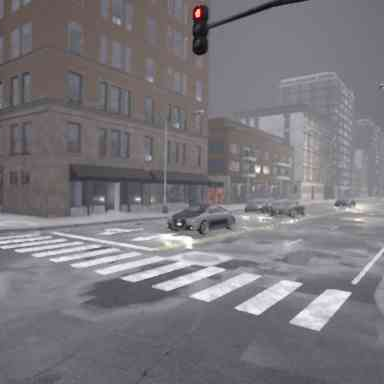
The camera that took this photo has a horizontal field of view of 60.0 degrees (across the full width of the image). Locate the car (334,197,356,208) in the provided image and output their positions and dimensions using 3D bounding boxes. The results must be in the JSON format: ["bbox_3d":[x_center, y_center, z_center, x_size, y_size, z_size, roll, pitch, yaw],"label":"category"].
[{"bbox_3d":[20.917,1.356,45.259,2.033,1.411,5.357,2,1,36],"label":"car"}]

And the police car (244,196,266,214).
[{"bbox_3d":[6.584,1.212,31.058,2.038,1.542,4.974,2,1,36],"label":"police car"}]

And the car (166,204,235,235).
[{"bbox_3d":[0.559,1.338,17.410,1.994,1.385,4.181,2,1,36],"label":"car"}]

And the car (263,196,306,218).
[{"bbox_3d":[8.005,1.284,27.652,1.837,1.490,4.892,2,1,36],"label":"car"}]
